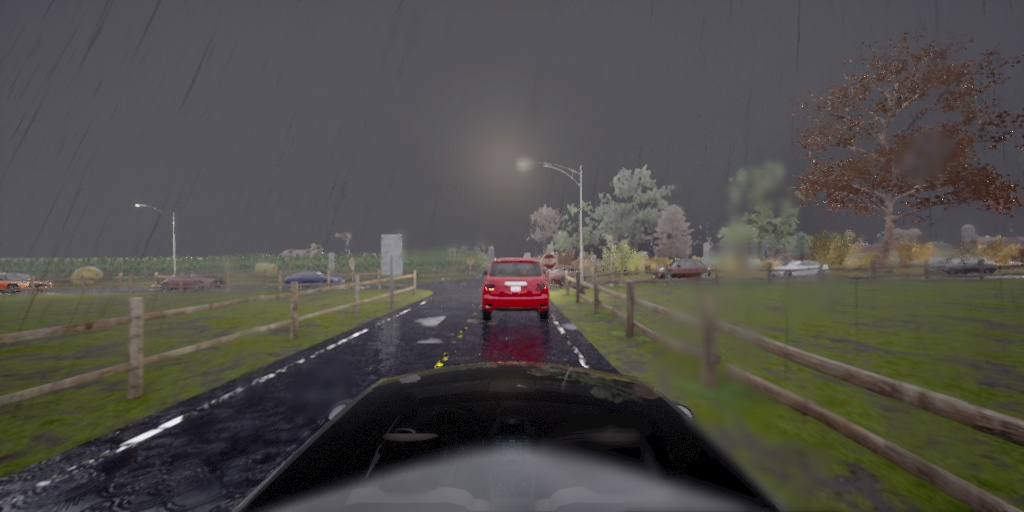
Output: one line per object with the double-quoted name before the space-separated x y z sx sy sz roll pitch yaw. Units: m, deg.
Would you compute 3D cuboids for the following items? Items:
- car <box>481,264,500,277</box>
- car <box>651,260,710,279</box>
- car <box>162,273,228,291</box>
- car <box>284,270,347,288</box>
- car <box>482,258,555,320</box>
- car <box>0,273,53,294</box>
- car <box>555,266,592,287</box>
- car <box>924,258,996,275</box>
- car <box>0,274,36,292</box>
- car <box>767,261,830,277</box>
"car" -2.741 1.766 45.842 2.128 1.511 4.902 0 -1 0
"car" 14.623 1.158 31.301 4.553 1.767 2.097 -1 -1 1
"car" -25.741 2.085 29.182 4.181 1.385 1.994 -1 -1 1
"car" -15.824 1.860 28.936 4.674 1.442 1.812 -1 -1 3
"car" 0.117 1.101 13.362 2.150 2.045 5.566 0 -1 0
"car" -40.974 2.169 29.519 4.553 1.767 2.097 -1 -1 1
"car" 4.017 1.488 26.777 4.674 1.442 1.812 -1 -1 -42
"car" 38.410 0.918 30.788 4.674 1.442 1.812 -1 -1 1
"car" -46.962 2.454 32.522 4.902 1.511 2.128 -1 -1 1
"car" 24.769 1.152 31.075 4.674 1.442 1.812 -1 -1 1
